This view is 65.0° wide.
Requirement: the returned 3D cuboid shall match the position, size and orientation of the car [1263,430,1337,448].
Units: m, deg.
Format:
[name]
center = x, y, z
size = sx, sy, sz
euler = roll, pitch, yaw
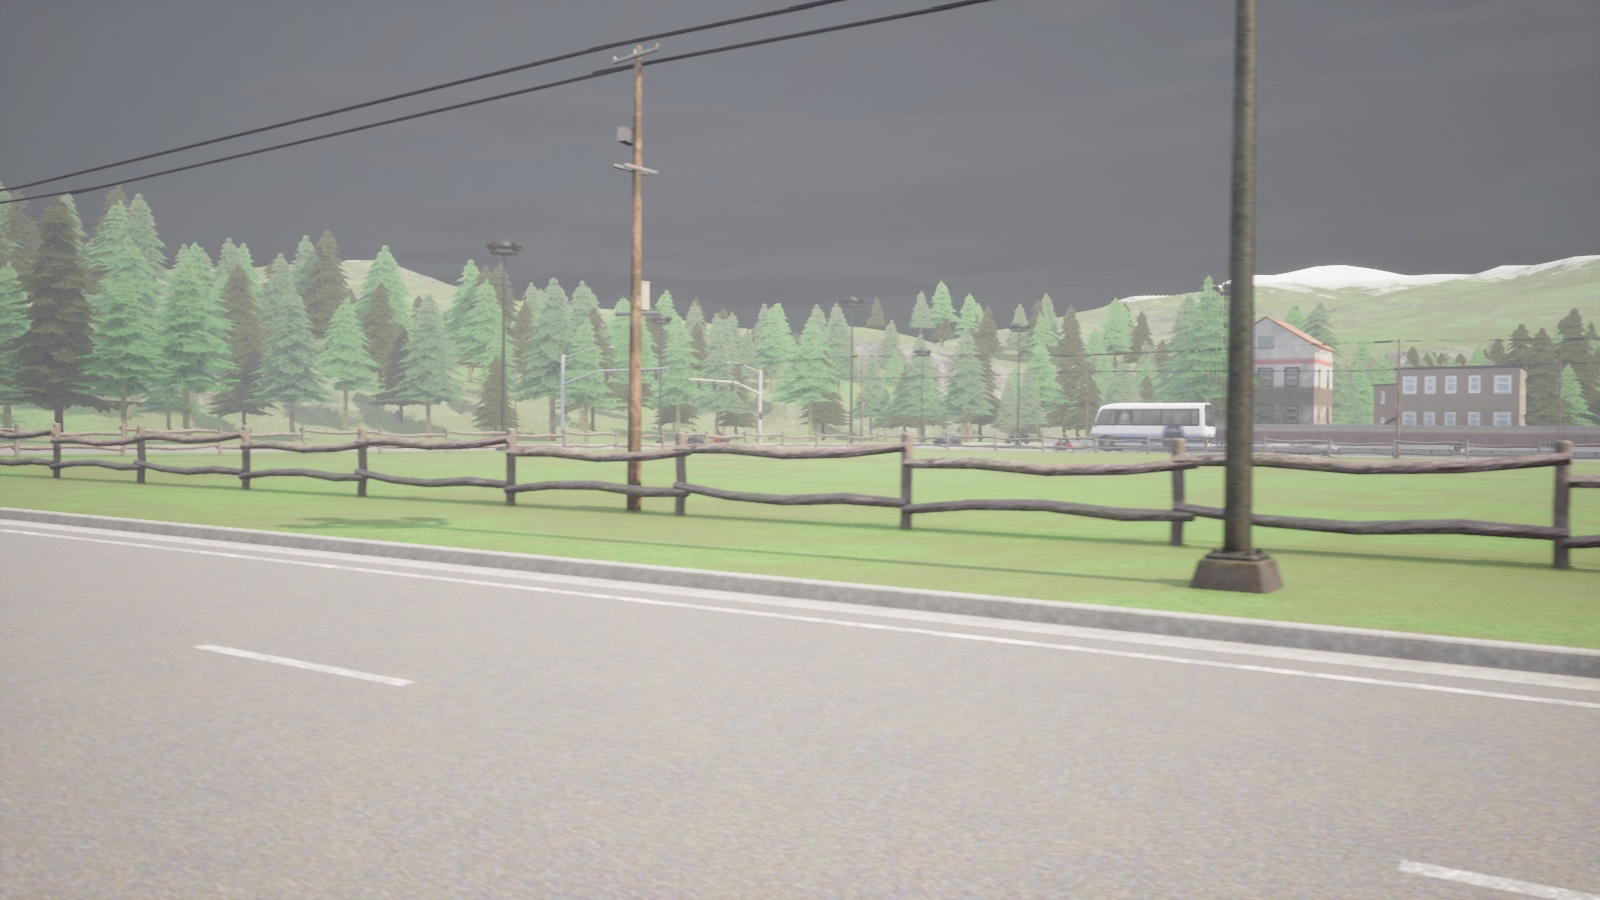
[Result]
[car]
center = 36.416, -0.793, 91.424
size = 4.718, 1.301, 1.895
euler = 0, 1, 34
